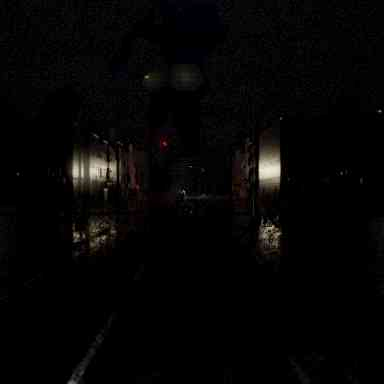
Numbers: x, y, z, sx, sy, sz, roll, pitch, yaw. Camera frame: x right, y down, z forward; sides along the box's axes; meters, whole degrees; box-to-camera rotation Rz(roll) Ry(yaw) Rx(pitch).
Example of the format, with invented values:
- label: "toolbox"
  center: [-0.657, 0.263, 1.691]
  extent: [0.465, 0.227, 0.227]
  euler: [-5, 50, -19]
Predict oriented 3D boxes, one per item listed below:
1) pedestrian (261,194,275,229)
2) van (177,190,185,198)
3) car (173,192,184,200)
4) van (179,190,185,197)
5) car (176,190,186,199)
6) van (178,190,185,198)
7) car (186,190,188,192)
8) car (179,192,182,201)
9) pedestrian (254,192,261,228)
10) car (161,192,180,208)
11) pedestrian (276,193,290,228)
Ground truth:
- label: "pedestrian"
  center: [3.871, 0.938, 16.913]
  extent: [0.375, 1.860, 0.375]
  euler: [0, 0, 0]
- label: "van"
  center: [-2.638, 0.523, 77.613]
  extent: [1.690, 1.788, 3.998]
  euler: [0, 1, 0]
- label: "car"
  center: [-2.638, 0.723, 66.403]
  extent: [1.967, 1.590, 4.097]
  euler: [0, 1, 0]
- label: "van"
  center: [-2.639, 0.425, 88.824]
  extent: [1.690, 1.788, 3.998]
  euler: [0, 1, 0]
- label: "car"
  center: [-2.637, 0.775, 60.798]
  extent: [1.967, 1.590, 4.097]
  euler: [0, 1, 0]
- label: "van"
  center: [-2.639, 0.473, 83.218]
  extent: [1.690, 1.788, 3.998]
  euler: [0, 1, 0]
- label: "car"
  center: [-2.638, 0.547, 72.008]
  extent: [2.192, 1.841, 5.009]
  euler: [0, 1, 0]
- label: "car"
  center: [-2.636, 1.045, 43.984]
  extent: [1.887, 1.381, 4.507]
  euler: [0, 1, 0]
- label: "pedestrian"
  center: [3.502, 0.917, 18.113]
  extent: [0.375, 1.860, 0.375]
  euler: [0, 0, 0]
- label: "car"
  center: [-2.635, 1.085, 38.209]
  extent: [1.752, 1.417, 4.829]
  euler: [0, 1, 0]
- label: "pedestrian"
  center: [4.796, 0.912, 17.514]
  extent: [0.375, 1.860, 0.375]
  euler: [0, 0, 0]
